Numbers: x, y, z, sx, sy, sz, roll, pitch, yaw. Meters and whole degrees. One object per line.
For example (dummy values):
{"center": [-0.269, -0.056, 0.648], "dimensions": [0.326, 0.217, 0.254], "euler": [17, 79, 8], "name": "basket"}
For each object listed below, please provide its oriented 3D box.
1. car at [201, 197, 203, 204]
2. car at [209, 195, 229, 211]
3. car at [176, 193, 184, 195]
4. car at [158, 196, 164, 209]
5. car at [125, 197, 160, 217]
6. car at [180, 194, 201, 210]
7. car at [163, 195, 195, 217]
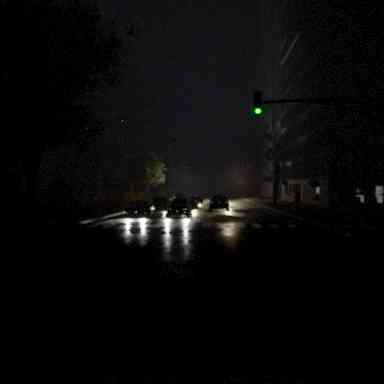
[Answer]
{"center": [0.763, 1.218, 53.203], "dimensions": [1.994, 1.385, 4.181], "euler": [0, 0, 5], "name": "car"}
{"center": [2.936, 1.093, 36.204], "dimensions": [2.097, 1.767, 4.553], "euler": [0, 0, 4], "name": "car"}
{"center": [-2.076, 0.993, 58.478], "dimensions": [2.097, 1.767, 4.553], "euler": [0, 0, 5], "name": "car"}
{"center": [-3.626, 1.250, 38.147], "dimensions": [1.882, 1.535, 5.008], "euler": [0, 1, 4], "name": "car"}
{"center": [-4.322, 1.398, 28.603], "dimensions": [1.994, 1.385, 4.181], "euler": [0, 0, 4], "name": "car"}
{"center": [-0.347, 1.313, 38.462], "dimensions": [1.994, 1.385, 4.181], "euler": [0, 0, 4], "name": "car"}
{"center": [-1.035, 1.315, 28.992], "dimensions": [1.837, 1.490, 4.892], "euler": [0, 0, 4], "name": "car"}
